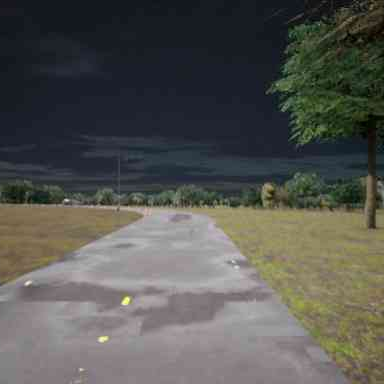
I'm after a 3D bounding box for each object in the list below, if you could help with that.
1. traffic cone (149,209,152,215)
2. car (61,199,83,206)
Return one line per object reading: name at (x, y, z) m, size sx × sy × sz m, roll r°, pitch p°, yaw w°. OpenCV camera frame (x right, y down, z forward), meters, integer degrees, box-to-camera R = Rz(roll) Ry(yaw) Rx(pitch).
traffic cone at (-4.649, 2.256, 37.316) m, size 0.340 × 0.580 × 0.340 m, roll 0°, pitch -1°, yaw -11°
car at (-24.488, 2.135, 67.847) m, size 4.902 × 1.511 × 2.128 m, roll 0°, pitch -1°, yaw 29°
